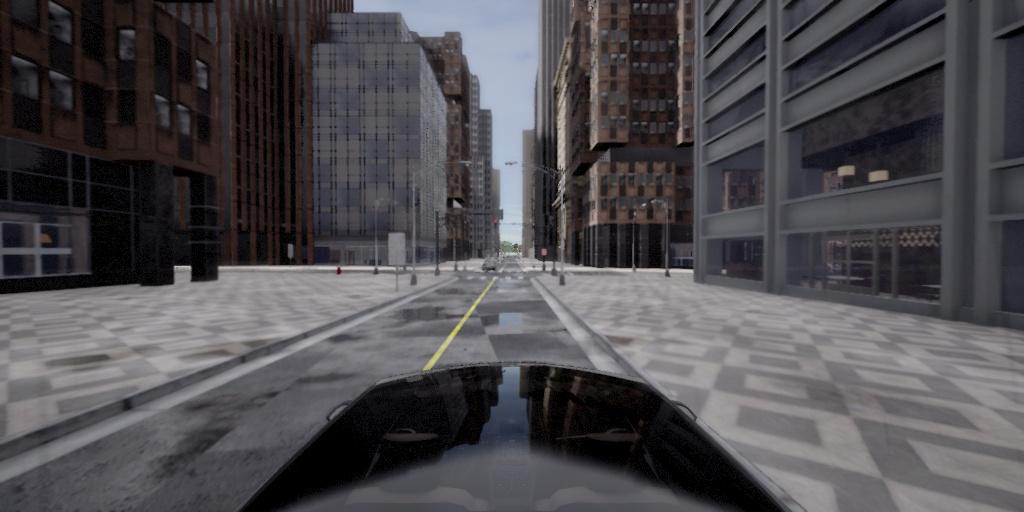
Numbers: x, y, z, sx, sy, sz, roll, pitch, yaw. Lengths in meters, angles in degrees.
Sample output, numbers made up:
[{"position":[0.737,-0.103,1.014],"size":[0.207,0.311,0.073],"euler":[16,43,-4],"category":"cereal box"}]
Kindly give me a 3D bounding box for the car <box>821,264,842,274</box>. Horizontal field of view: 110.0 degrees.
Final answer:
[{"position":[36.220,1.539,40.303],"size":[4.181,1.385,1.994],"euler":[1,1,0],"category":"car"}]

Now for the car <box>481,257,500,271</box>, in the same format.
[{"position":[-2.977,1.273,47.542],"size":[1.837,1.490,4.892],"euler":[0,2,0],"category":"car"}]
